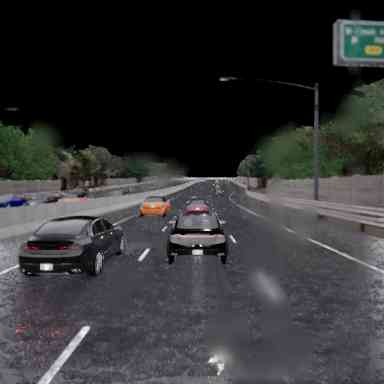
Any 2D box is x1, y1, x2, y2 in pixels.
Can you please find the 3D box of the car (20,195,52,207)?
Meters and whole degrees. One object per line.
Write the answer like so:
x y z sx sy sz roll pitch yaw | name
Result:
-16.934 1.118 37.837 2.128 1.511 4.902 0 1 2 | car

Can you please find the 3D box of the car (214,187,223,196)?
5.756 0.159 71.296 2.033 1.411 5.357 0 2 4 | car

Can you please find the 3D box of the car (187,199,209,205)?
0.512 1.314 29.277 1.994 1.385 4.181 0 1 1 | car

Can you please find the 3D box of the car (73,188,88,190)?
-19.546 0.372 57.594 2.150 2.045 5.566 0 2 3 | car

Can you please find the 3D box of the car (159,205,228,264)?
0.184 1.442 11.673 2.128 1.511 4.902 0 0 1 | car

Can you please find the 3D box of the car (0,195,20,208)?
-20.449 1.112 37.333 1.882 1.535 5.008 0 1 2 | car

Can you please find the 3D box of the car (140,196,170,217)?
-3.015 1.116 28.169 2.097 1.767 4.553 0 1 1 | car

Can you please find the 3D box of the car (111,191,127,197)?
-12.553 0.657 57.368 1.837 1.490 4.892 0 1 3 | car

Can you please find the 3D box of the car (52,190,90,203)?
-13.443 0.985 37.416 2.097 1.767 4.553 0 1 2 | car

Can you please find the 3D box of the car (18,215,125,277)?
-3.333 1.466 10.089 1.837 1.490 4.892 0 0 0 | car
